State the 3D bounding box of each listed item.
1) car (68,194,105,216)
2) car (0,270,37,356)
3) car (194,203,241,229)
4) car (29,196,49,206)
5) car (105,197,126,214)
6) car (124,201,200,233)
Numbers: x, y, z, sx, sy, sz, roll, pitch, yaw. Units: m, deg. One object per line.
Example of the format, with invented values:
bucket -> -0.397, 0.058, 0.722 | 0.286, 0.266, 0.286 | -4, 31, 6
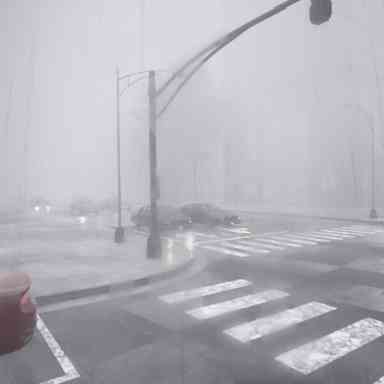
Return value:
car -> -10.133, 1.323, 31.107 | 1.837, 1.490, 4.892 | -1, 3, -35
car -> -4.196, 1.545, 3.665 | 4.507, 1.381, 1.887 | 0, -1, -36
car -> 0.677, 1.439, 21.514 | 2.033, 1.411, 5.357 | -1, 1, -39
car -> -22.008, 1.261, 47.900 | 1.895, 1.301, 4.718 | -1, 1, -35
car -> -7.655, 1.265, 33.228 | 2.128, 1.511, 4.902 | -1, 1, -35
car -> -1.971, 1.485, 19.716 | 2.033, 1.411, 5.357 | -1, 1, -32
